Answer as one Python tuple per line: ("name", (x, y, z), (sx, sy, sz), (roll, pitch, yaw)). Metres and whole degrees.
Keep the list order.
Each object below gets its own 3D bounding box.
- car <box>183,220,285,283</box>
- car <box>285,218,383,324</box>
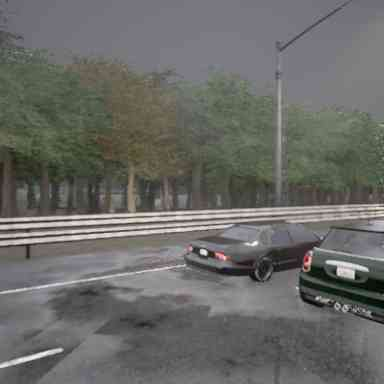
("car", (2.362, 1.541, 9.636), (5.357, 1.411, 2.033), (0, 0, -34))
("car", (4.274, 1.353, 6.670), (4.553, 1.767, 2.097), (0, 0, -35))
